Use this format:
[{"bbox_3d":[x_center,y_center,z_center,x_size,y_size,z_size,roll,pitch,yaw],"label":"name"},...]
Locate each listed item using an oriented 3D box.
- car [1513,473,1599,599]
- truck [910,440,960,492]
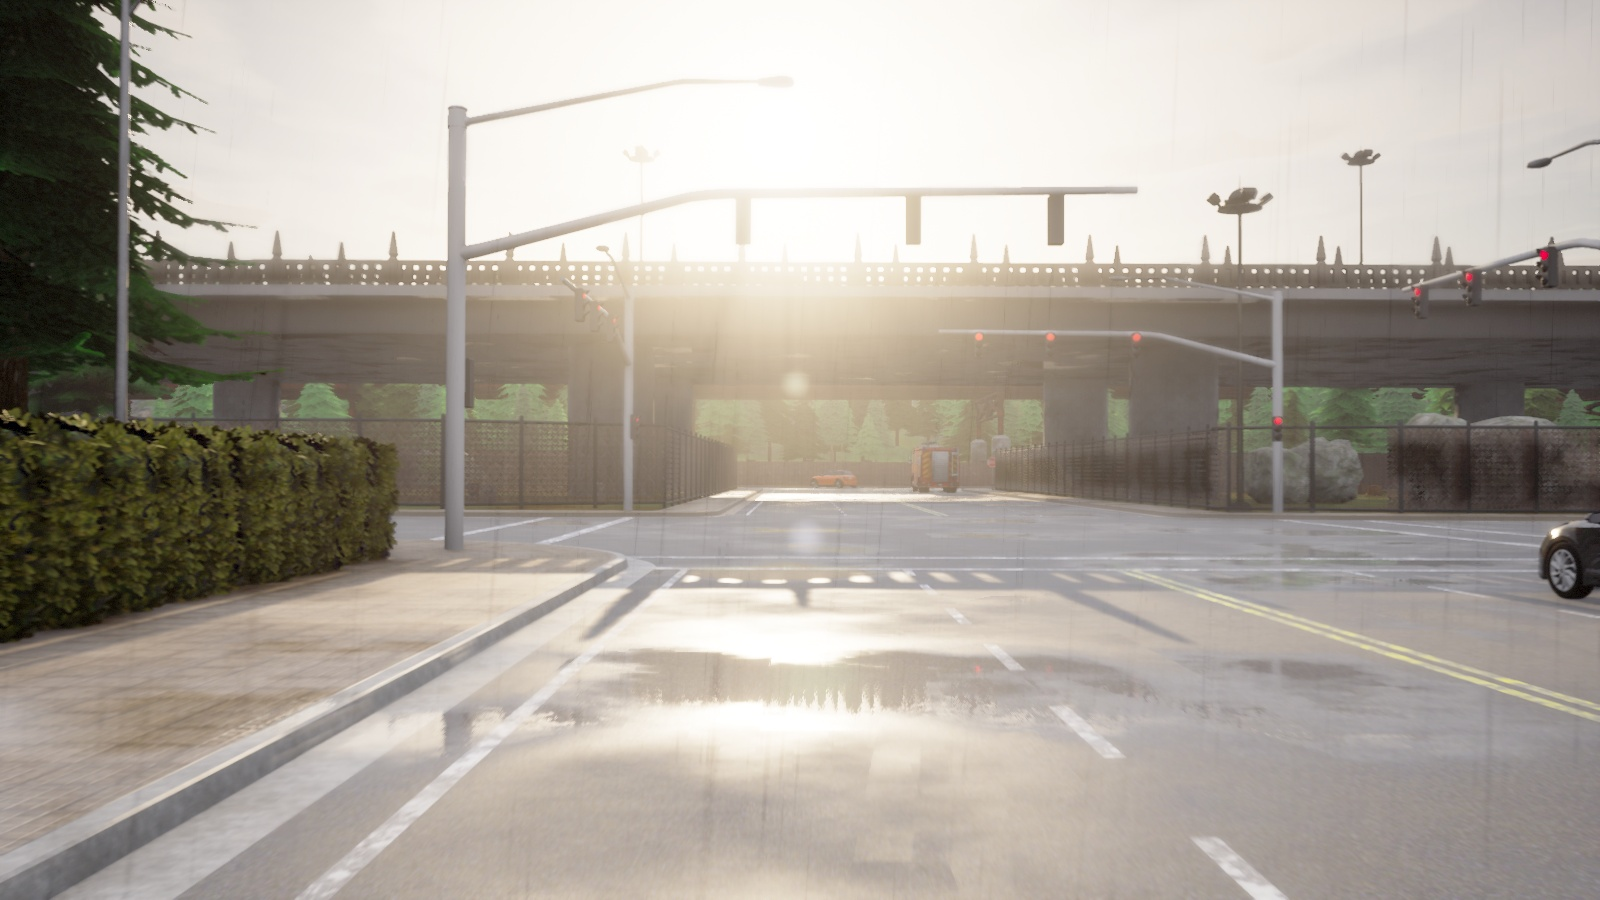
[{"bbox_3d":[10.466,1.018,14.336,1.837,1.490,4.892,0,-1,0],"label":"car"},{"bbox_3d":[10.261,1.223,96.423,2.891,3.827,8.468,0,-1,0],"label":"truck"}]
